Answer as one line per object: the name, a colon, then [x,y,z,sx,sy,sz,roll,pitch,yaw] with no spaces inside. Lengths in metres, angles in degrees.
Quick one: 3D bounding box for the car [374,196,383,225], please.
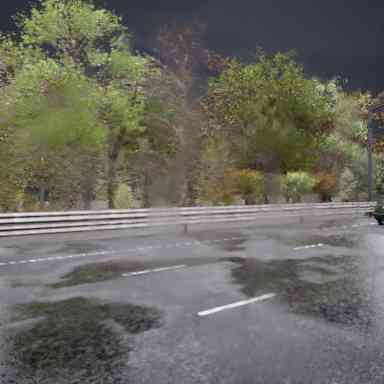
car: [14.665,1.247,22.750,5.566,2.045,2.150,0,0,-35]
